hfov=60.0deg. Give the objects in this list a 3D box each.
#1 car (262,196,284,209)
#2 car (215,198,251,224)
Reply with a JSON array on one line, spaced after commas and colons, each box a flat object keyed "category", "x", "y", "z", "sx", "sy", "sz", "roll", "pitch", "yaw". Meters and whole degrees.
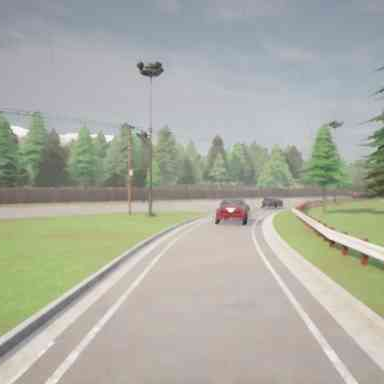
[{"category": "car", "x": 10.262, "y": 1.263, "z": 42.122, "sx": 2.128, "sy": 1.511, "sz": 4.902, "roll": 0, "pitch": 0, "yaw": 28}, {"category": "car", "x": 3.010, "y": 1.220, "z": 23.514, "sx": 2.097, "sy": 1.767, "sz": 4.553, "roll": 0, "pitch": 0, "yaw": 14}]
